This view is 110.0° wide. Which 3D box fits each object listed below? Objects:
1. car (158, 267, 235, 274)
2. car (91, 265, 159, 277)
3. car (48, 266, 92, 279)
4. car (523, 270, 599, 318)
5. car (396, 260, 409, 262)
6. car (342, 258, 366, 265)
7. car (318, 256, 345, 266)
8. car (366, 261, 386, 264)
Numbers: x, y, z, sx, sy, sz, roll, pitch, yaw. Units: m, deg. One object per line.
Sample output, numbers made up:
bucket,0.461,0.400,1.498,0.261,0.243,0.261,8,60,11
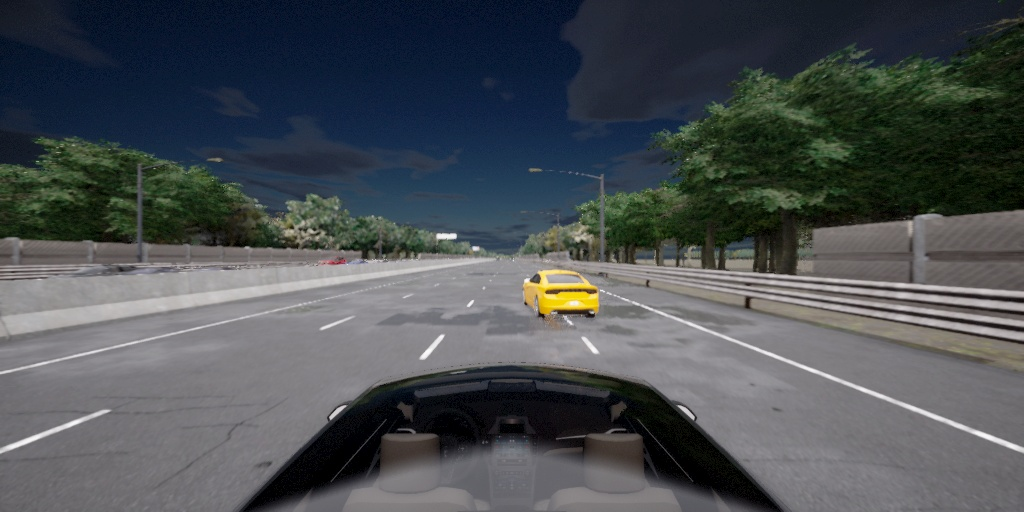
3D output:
car,-17.553,1.347,21.018,1.994,1.385,4.181,0,0,0
car,-21.053,1.348,21.010,1.994,1.385,4.181,0,0,0
car,-24.548,1.292,21.631,1.837,1.490,4.892,0,0,0
car,1.571,1.263,13.089,1.882,1.535,5.008,0,0,-6
car,-17.655,1.366,57.576,2.128,1.511,4.902,0,0,0
car,-24.645,1.356,57.411,1.882,1.535,5.008,0,0,0
car,-28.137,1.096,56.466,2.150,2.045,5.566,0,0,0
car,-21.150,1.439,57.543,1.994,1.385,4.181,0,0,0
